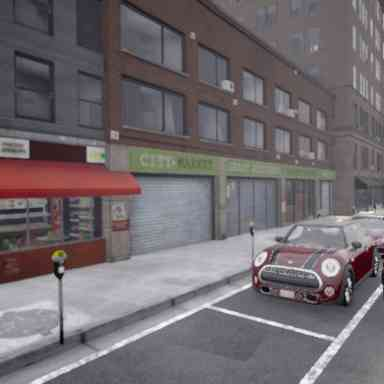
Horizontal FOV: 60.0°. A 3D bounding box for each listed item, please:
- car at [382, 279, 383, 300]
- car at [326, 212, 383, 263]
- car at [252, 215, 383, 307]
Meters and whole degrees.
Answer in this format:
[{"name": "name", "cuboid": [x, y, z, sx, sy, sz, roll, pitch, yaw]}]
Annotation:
[{"name": "car", "cuboid": [5.592, 1.182, 6.968, 2.150, 2.045, 5.566, 0, 0, 38]}, {"name": "car", "cuboid": [6.555, 1.530, 12.280, 1.802, 1.307, 4.206, -1, 0, 39]}, {"name": "car", "cuboid": [3.058, 1.414, 7.923, 1.967, 1.590, 4.097, -1, 0, 39]}]
